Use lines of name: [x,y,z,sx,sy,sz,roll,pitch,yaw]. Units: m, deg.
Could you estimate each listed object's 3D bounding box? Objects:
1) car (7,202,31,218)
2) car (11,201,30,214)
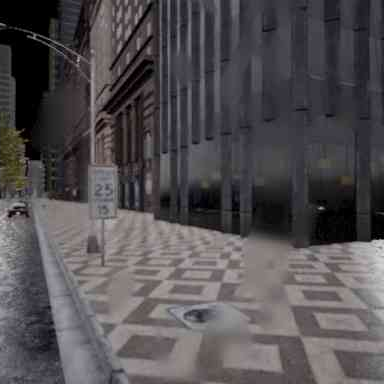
car: [-17.830,1.843,34.290,1.837,1.490,4.892,0,-1,-26]
car: [-22.423,1.987,43.634,2.033,1.411,5.357,0,-1,-26]
